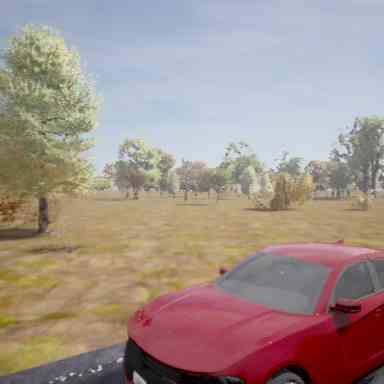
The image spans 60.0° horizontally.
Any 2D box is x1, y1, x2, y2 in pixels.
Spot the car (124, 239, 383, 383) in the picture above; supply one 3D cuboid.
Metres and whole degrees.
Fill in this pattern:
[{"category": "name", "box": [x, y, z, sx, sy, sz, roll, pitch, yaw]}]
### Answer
[{"category": "car", "box": [1.558, 1.474, 4.491, 5.008, 1.535, 1.882, 0, 0, -36]}]
